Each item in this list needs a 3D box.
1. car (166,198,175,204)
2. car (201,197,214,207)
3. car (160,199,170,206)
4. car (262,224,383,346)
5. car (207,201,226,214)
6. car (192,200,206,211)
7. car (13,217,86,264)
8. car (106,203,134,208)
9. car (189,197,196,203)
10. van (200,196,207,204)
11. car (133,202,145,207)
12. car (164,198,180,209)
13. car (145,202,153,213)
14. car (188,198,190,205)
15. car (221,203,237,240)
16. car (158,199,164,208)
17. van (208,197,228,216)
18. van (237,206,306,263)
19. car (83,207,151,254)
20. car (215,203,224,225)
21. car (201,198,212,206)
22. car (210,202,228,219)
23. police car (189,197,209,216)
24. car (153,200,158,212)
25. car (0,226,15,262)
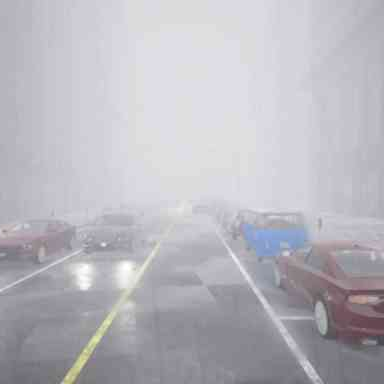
[{"bbox_3d":[-5.558,2.229,85.602,1.947,1.339,4.313,0,0,0],"label":"car"},{"bbox_3d":[2.936,1.820,62.998,2.192,1.841,5.009,0,0,0],"label":"car"},{"bbox_3d":[-5.580,2.129,68.654,1.802,1.307,4.206,0,0,0],"label":"car"},{"bbox_3d":[2.862,1.598,6.512,1.887,1.381,4.507,0,0,0],"label":"car"},{"bbox_3d":[2.906,1.871,40.402,1.887,1.381,4.507,0,0,0],"label":"car"},{"bbox_3d":[0.963,1.885,46.982,1.837,1.490,4.892,0,0,0],"label":"car"},{"bbox_3d":[-5.656,1.643,12.167,1.887,1.381,4.507,0,0,0],"label":"car"},{"bbox_3d":[-5.641,1.740,23.464,2.008,1.369,4.403,0,0,0],"label":"car"},{"bbox_3d":[0.118,2.096,88.397,1.994,1.385,4.181,0,0,0],"label":"car"},{"bbox_3d":[2.967,2.005,85.592,1.690,1.788,3.998,0,0,0],"label":"van"},{"bbox_3d":[-5.634,1.675,29.114,1.967,1.590,4.097,0,0,0],"label":"car"},{"bbox_3d":[-2.991,1.939,55.466,2.128,1.511,4.902,0,0,0],"label":"car"},{"bbox_3d":[-5.626,1.831,34.762,2.008,1.369,4.403,0,0,0],"label":"car"},{"bbox_3d":[0.097,1.946,72.367,2.128,1.511,4.902,0,0,0],"label":"car"},{"bbox_3d":[2.876,1.584,17.809,1.967,1.590,4.097,0,0,0],"label":"car"},{"bbox_3d":[-5.596,2.007,57.357,1.887,1.381,4.507,0,0,0],"label":"car"},{"bbox_3d":[2.897,1.622,34.755,1.690,1.788,3.998,0,0,0],"label":"van"},{"bbox_3d":[2.868,1.440,12.162,1.690,1.788,3.998,0,0,0],"label":"van"},{"bbox_3d":[-3.081,1.618,14.054,1.837,1.490,4.892,0,0,0],"label":"car"},{"bbox_3d":[2.884,1.734,23.457,1.887,1.381,4.507,0,0,0],"label":"car"},{"bbox_3d":[2.944,1.987,68.646,1.967,1.590,4.097,0,0,0],"label":"car"},{"bbox_3d":[2.891,1.801,29.105,1.947,1.339,4.313,0,0,0],"label":"car"},{"bbox_3d":[0.949,1.725,37.093,1.930,1.638,5.238,0,0,0],"label":"police car"},{"bbox_3d":[-5.619,1.908,40.410,1.802,1.307,4.206,0,0,0],"label":"car"},{"bbox_3d":[-5.663,1.619,6.518,1.947,1.339,4.313,0,0,0],"label":"car"}]
